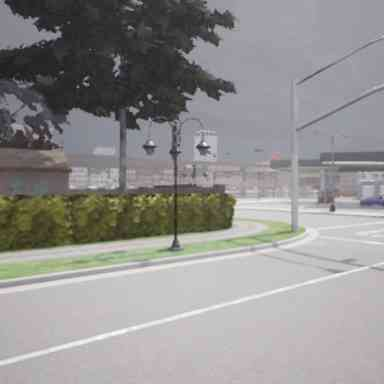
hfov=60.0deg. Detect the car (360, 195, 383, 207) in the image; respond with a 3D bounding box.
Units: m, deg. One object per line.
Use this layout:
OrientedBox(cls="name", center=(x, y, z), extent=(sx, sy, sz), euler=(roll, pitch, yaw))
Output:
OrientedBox(cls="car", center=(26.108, 1.214, 46.802), extent=(2.242, 1.667, 4.611), euler=(0, 0, -35))
